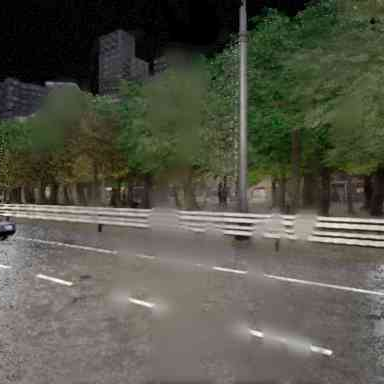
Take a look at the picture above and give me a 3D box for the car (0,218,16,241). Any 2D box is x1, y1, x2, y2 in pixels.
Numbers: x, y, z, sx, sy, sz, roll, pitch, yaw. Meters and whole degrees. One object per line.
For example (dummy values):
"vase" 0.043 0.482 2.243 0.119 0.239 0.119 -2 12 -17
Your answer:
"car" -10.247 1.608 15.468 4.718 1.301 1.895 0 0 35
